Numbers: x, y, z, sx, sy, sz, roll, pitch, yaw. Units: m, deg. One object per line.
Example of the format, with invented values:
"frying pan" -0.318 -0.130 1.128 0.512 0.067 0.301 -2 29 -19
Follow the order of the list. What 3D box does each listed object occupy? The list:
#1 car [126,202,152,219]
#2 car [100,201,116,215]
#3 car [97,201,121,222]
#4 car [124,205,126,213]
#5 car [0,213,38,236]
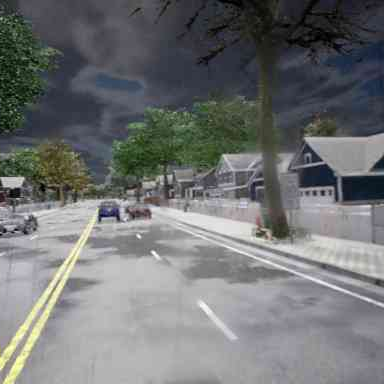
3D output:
"car" -5.737 1.968 36.458 2.097 1.767 4.553 -2 0 -15
"car" -11.881 2.237 47.131 2.097 1.767 4.553 -2 0 -14
"car" -8.747 1.950 35.097 2.150 2.045 5.566 -2 0 -14
"car" -8.683 2.272 47.743 1.837 1.490 4.892 -2 0 -14
"car" -12.992 2.346 25.082 2.128 1.511 4.902 -2 0 -14
